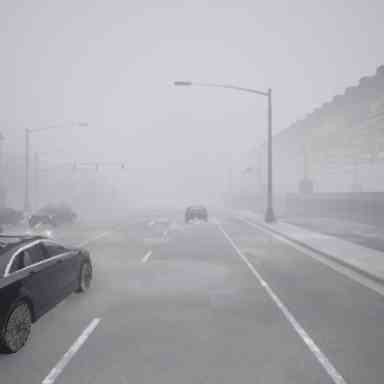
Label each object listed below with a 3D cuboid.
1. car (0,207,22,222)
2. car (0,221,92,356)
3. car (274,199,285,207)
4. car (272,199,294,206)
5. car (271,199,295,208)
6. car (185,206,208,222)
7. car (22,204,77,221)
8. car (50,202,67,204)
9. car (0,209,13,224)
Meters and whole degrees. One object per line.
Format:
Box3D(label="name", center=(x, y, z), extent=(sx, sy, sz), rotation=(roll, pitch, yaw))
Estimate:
Box3D(label="car", center=(-13.826, 1.754, 23.221), extent=(2.033, 1.411, 5.357), rotation=(0, -1, 1))
Box3D(label="car", center=(-3.345, 1.547, 6.142), extent=(2.128, 1.511, 4.902), rotation=(0, -1, 0))
Box3D(label="car", center=(16.508, 1.818, 55.614), extent=(1.853, 1.218, 4.536), rotation=(0, -1, -36))
Box3D(label="car", center=(16.548, 1.861, 60.301), extent=(1.853, 1.218, 4.536), rotation=(0, -1, 44))
Box3D(label="car", center=(16.512, 2.018, 60.262), extent=(2.038, 1.542, 4.974), rotation=(0, -1, 44))
Box3D(label="car", center=(0.376, 1.872, 29.365), extent=(1.895, 1.301, 4.718), rotation=(0, -1, 1))
Box3D(label="car", center=(-10.301, 1.824, 24.825), extent=(1.895, 1.301, 4.718), rotation=(0, -1, 1))
Box3D(label="car", center=(-13.683, 1.780, 33.673), extent=(1.882, 1.535, 5.008), rotation=(0, -1, 1))
Box3D(label="car", center=(-10.455, 1.676, 14.519), extent=(2.033, 1.411, 5.357), rotation=(0, -1, 1))
